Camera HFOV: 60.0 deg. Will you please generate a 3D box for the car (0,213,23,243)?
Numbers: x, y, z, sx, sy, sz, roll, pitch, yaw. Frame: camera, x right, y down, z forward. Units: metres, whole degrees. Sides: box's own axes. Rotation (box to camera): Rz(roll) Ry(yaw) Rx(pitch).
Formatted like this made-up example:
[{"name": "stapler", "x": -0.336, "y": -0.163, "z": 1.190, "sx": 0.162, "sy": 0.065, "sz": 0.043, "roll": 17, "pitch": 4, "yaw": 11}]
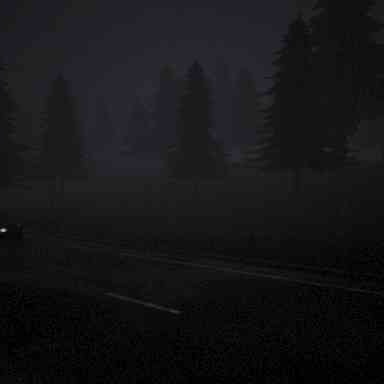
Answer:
[{"name": "car", "x": -9.510, "y": 1.574, "z": 15.076, "sx": 4.181, "sy": 1.385, "sz": 1.994, "roll": 0, "pitch": 0, "yaw": 36}]
